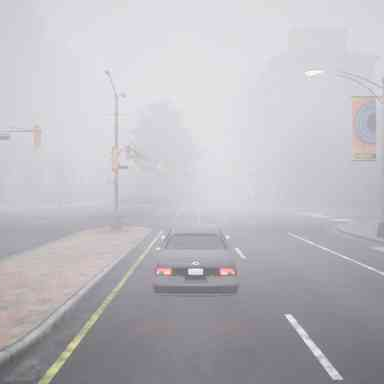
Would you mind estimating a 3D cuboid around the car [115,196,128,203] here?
[{"bbox_3d":[-14.657,1.595,69.419,1.895,1.301,4.718,0,0,0],"label":"car"}]

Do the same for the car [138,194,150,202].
[{"bbox_3d":[-11.394,1.355,79.549,2.097,1.767,4.553,0,0,0],"label":"car"}]

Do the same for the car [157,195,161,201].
[{"bbox_3d":[-7.928,1.526,67.449,1.812,1.442,4.674,0,0,1],"label":"car"}]

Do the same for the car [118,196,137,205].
[{"bbox_3d":[-11.489,1.491,59.616,2.128,1.511,4.902,0,0,0],"label":"car"}]

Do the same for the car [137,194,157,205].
[{"bbox_3d":[-7.994,1.564,58.932,1.994,1.385,4.181,0,0,1],"label":"car"}]

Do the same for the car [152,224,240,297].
[{"bbox_3d":[0.086,1.547,8.771,2.033,1.411,5.357,0,0,0],"label":"car"}]

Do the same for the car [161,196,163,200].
[{"bbox_3d":[-7.896,1.500,77.779,1.837,1.490,4.892,0,0,0],"label":"car"}]

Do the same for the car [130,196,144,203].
[{"bbox_3d":[-11.407,1.525,69.537,2.128,1.511,4.902,0,0,0],"label":"car"}]
